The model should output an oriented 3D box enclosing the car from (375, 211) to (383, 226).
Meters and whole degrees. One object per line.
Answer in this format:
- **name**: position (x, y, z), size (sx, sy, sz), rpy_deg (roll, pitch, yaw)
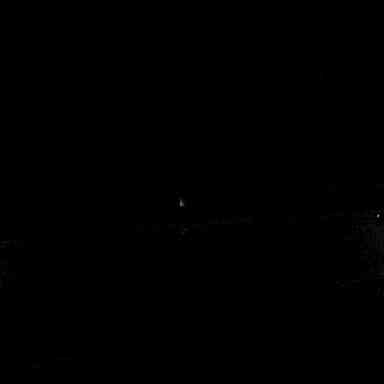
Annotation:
- **car**: position (13.646, 1.439, 21.372), size (4.674, 1.442, 1.812), rpy_deg (0, 0, -35)
